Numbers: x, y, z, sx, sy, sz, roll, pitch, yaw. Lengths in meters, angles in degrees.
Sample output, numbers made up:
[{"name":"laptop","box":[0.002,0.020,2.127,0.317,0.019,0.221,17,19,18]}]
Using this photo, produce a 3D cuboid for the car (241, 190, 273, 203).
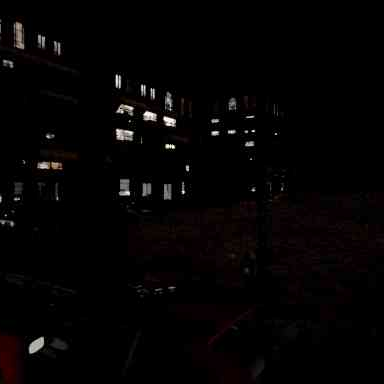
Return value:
[{"name":"car","box":[9.173,0.877,46.608,2.008,1.369,4.403,2,2,35]}]

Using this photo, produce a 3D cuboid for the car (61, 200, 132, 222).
[{"name":"car","box":[-6.698,1.329,23.730,1.947,1.339,4.313,2,2,35]}]

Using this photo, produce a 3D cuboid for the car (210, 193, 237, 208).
[{"name":"car","box":[2.824,1.051,37.456,2.008,1.369,4.403,2,2,35]}]

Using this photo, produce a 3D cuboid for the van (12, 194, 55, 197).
[{"name":"van","box":[-13.581,1.036,28.500,1.690,1.788,3.998,2,2,35]}]

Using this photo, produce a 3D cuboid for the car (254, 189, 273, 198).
[{"name":"car","box":[14.988,0.228,69.681,2.192,1.841,5.009,2,2,35]}]

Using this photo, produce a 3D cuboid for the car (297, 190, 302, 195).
[{"name":"car","box":[27.682,0.116,87.990,1.887,1.381,4.507,2,2,35]}]

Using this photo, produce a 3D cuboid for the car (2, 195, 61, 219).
[{"name":"car","box":[-11.915,1.276,26.362,2.033,1.411,5.357,1,1,36]}]

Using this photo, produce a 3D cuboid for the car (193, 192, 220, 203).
[{"name":"car","box":[2.288,0.808,51.384,2.008,1.369,4.403,2,2,35]}]

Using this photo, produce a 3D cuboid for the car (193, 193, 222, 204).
[{"name":"car","box":[2.273,0.864,46.795,1.812,1.442,4.674,1,2,35]}]

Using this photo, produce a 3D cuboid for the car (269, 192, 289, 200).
[{"name":"car","box":[16.010,0.662,61.032,1.895,1.301,4.718,1,1,35]}]

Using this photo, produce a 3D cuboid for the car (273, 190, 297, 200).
[{"name":"car","box":[15.619,0.676,55.899,1.752,1.417,4.829,2,2,35]}]

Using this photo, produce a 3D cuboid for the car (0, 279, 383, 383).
[{"name":"car","box":[-0.314,1.544,3.089,4.507,1.381,1.887,0,0,36]}]

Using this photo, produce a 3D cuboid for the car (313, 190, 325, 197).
[{"name":"car","box":[28.898,0.259,75.639,1.882,1.535,5.008,1,1,35]}]

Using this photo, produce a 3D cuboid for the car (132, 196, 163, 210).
[{"name":"car","box":[-5.325,1.147,35.887,1.895,1.301,4.718,1,1,35]}]

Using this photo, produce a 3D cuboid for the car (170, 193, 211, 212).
[{"name":"car","box":[-0.350,1.133,32.880,1.887,1.381,4.507,2,2,35]}]

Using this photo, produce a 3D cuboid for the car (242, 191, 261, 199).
[{"name":"car","box":[11.714,0.527,64.971,1.752,1.417,4.829,2,2,35]}]

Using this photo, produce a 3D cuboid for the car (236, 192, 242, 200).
[{"name":"car","box":[8.636,0.651,60.536,1.947,1.339,4.313,2,2,35]}]

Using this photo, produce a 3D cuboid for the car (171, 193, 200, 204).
[{"name":"car","box":[-0.886,0.910,46.809,1.947,1.339,4.313,2,2,35]}]
